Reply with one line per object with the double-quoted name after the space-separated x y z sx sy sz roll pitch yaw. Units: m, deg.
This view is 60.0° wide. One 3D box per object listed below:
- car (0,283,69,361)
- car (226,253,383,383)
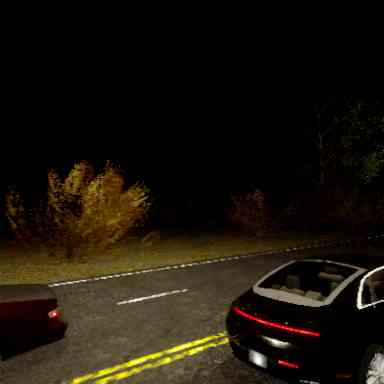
-4.565 1.975 4.462 5.357 1.411 2.033 0 -3 -35 "car"
2.757 1.778 5.439 4.892 1.490 1.837 1 -4 -36 "car"
